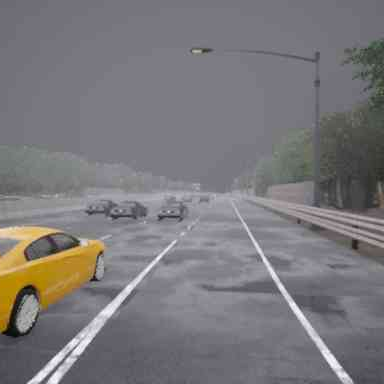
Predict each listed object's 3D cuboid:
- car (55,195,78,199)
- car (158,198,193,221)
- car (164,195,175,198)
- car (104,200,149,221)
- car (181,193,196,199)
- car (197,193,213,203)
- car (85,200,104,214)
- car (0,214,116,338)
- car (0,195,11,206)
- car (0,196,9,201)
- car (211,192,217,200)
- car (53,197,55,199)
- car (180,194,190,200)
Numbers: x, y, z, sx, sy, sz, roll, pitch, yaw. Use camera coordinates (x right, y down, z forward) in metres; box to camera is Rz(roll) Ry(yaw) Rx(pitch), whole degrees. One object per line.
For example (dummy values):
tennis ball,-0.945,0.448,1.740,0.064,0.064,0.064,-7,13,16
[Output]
car,-16.918,1.313,46.763,1.994,1.385,4.181,0,0,6
car,-1.385,1.449,26.013,2.033,1.411,5.357,0,0,6
car,-4.399,1.280,66.247,2.128,1.511,4.902,0,0,6
car,-4.867,1.429,26.360,2.033,1.411,5.357,0,0,6
car,-0.917,1.372,65.890,1.994,1.385,4.181,0,0,6
car,2.566,1.334,65.548,1.837,1.490,4.892,0,0,6
car,-7.977,1.398,30.437,2.033,1.411,5.357,0,0,6
car,-3.321,1.436,6.635,1.882,1.535,5.008,0,0,6
car,-27.538,1.171,46.043,1.882,1.535,5.008,0,0,6
car,-24.579,1.327,40.894,1.895,1.301,4.718,0,0,6
car,4.944,1.410,89.348,2.033,1.411,5.357,0,0,6
car,-22.765,1.252,58.451,1.837,1.490,4.892,0,0,6
car,-1.820,1.362,92.061,2.128,1.511,4.902,0,0,6
